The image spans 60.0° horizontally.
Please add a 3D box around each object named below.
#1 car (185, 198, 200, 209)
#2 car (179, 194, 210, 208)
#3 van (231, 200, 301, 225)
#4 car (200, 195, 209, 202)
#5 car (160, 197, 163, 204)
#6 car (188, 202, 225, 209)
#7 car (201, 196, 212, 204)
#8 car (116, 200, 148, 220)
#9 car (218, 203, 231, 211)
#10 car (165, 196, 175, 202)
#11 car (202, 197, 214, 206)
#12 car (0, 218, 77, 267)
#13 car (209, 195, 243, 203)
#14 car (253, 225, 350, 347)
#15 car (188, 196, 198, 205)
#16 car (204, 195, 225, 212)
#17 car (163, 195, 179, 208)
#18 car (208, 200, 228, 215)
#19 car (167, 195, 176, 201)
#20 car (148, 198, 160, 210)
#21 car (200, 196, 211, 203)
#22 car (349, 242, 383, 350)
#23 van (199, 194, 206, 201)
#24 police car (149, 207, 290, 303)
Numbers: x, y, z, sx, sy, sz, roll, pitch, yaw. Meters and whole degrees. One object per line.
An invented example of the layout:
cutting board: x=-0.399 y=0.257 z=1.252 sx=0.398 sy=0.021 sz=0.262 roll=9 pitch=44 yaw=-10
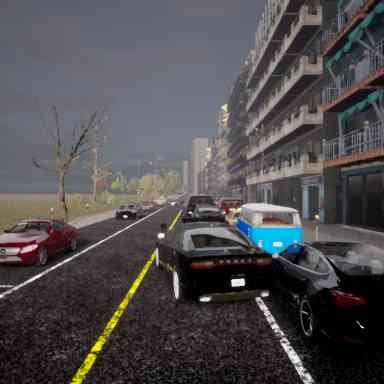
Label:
car: x=0.114 y=1.559 z=46.480 sx=2.033 sy=1.411 sz=5.357 roll=0 pitch=0 yaw=1
car: x=0.435 y=1.225 z=24.585 sx=2.150 sy=2.045 sz=5.566 roll=0 pitch=0 yaw=-5
van: x=2.602 y=1.344 z=11.915 sx=1.690 sy=1.788 sz=3.998 roll=1 pitch=0 yaw=0
car: x=2.736 y=1.463 z=74.186 sx=1.967 sy=1.590 sz=4.097 roll=1 pitch=0 yaw=0
car: x=-5.183 y=1.541 z=56.483 sx=1.752 sy=1.417 sz=4.829 roll=1 pitch=0 yaw=0
car: x=0.865 y=1.510 z=18.645 sx=1.837 sy=1.490 sz=4.892 roll=0 pitch=0 yaw=0
car: x=2.711 y=1.543 z=63.034 sx=1.752 sy=1.417 sz=4.829 roll=1 pitch=0 yaw=0
car: x=-5.245 y=1.572 z=28.383 sx=1.947 sy=1.339 sz=4.313 roll=1 pitch=0 yaw=0
car: x=2.613 y=1.529 z=17.746 sx=1.752 sy=1.417 sz=4.829 roll=1 pitch=0 yaw=0
car: x=-5.134 y=1.575 z=79.268 sx=2.008 sy=1.369 sz=4.403 roll=1 pitch=0 yaw=0
car: x=2.699 y=1.541 z=57.373 sx=1.752 sy=1.417 sz=4.829 roll=1 pitch=0 yaw=0
car: x=-5.282 y=1.584 z=11.420 sx=1.802 sy=1.307 sz=4.206 roll=1 pitch=0 yaw=0
car: x=2.627 y=1.320 z=23.237 sx=2.192 sy=1.841 sz=5.009 roll=1 pitch=0 yaw=0
car: x=2.587 y=1.567 z=6.253 sx=1.947 sy=1.339 sz=4.313 roll=1 pitch=0 yaw=0
car: x=0.131 y=1.542 z=60.260 sx=1.812 sy=1.442 sz=4.674 roll=0 pitch=0 yaw=0
car: x=2.664 y=1.324 z=40.220 sx=2.192 sy=1.841 sz=5.009 roll=1 pitch=0 yaw=0
car: x=-2.644 y=1.503 z=48.508 sx=2.128 sy=1.511 sz=4.902 roll=0 pitch=0 yaw=0
car: x=2.649 y=1.590 z=34.559 sx=1.802 sy=1.307 sz=4.206 roll=1 pitch=0 yaw=0
car: x=-5.122 y=1.578 z=84.922 sx=2.008 sy=1.369 sz=4.403 roll=1 pitch=0 yaw=0
car: x=-5.220 y=1.591 z=39.690 sx=1.802 sy=1.307 sz=4.206 roll=1 pitch=0 yaw=0
car: x=2.723 y=1.571 z=68.524 sx=2.008 sy=1.369 sz=4.403 roll=1 pitch=0 yaw=0
car: x=2.578 y=1.315 z=0.593 sx=2.192 sy=1.841 sz=5.009 roll=1 pitch=0 yaw=0
van: x=2.762 y=1.369 z=85.508 sx=1.690 sy=1.788 sz=3.998 roll=1 pitch=0 yaw=0
police car: x=0.226 y=1.427 z=8.499 sx=1.930 sy=1.638 sz=5.238 roll=0 pitch=0 yaw=-13
